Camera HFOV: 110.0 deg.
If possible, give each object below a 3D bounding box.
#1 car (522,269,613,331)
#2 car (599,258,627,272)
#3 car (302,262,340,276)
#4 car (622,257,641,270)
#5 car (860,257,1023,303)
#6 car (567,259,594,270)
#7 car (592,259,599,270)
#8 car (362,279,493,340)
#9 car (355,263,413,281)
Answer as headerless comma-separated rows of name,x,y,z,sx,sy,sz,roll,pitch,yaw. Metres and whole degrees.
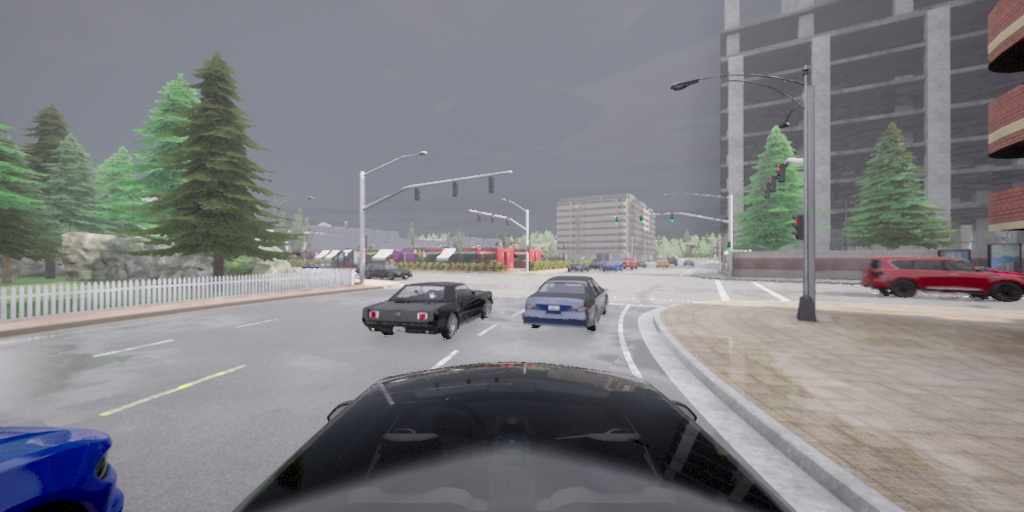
car,1.867,1.323,11.157,2.033,1.411,5.357,0,0,20
car,13.783,1.356,48.858,1.882,1.535,5.008,0,0,29
car,-19.974,1.382,37.422,4.902,1.511,2.128,0,0,30
car,18.533,1.124,57.249,2.150,2.045,5.566,0,0,30
car,21.211,1.076,17.852,5.566,2.045,2.150,0,0,30
car,8.784,1.435,47.116,1.994,1.385,4.181,0,0,29
car,13.090,1.494,54.746,1.895,1.301,4.718,0,0,30
car,-2.004,1.372,10.194,1.895,1.301,4.718,0,0,13
car,-11.525,1.429,32.578,5.357,1.411,2.033,0,0,30
